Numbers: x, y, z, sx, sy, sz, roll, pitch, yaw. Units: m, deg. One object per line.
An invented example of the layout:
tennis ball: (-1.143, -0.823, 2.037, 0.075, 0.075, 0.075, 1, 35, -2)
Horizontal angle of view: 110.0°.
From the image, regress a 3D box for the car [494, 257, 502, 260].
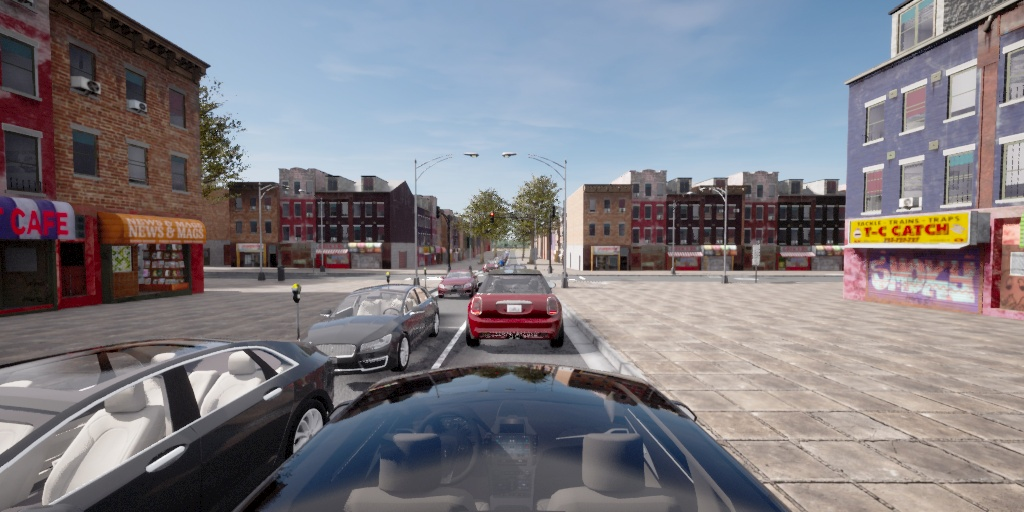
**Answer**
car: (-2.578, 1.233, 45.116, 1.967, 1.591, 4.097, 0, 0, 0)

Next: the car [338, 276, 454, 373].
car: (-2.632, 1.298, 7.446, 2.007, 1.370, 4.403, 0, 0, 0)

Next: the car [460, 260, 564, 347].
car: (0.109, 1.099, 9.491, 2.097, 1.767, 4.553, 0, 0, 2)

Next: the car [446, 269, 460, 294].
car: (-2.617, 1.332, 18.340, 1.802, 1.307, 4.207, 0, 0, 0)

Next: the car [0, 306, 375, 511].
car: (-2.640, 1.300, 1.998, 2.007, 1.370, 4.403, 0, 0, 0)
